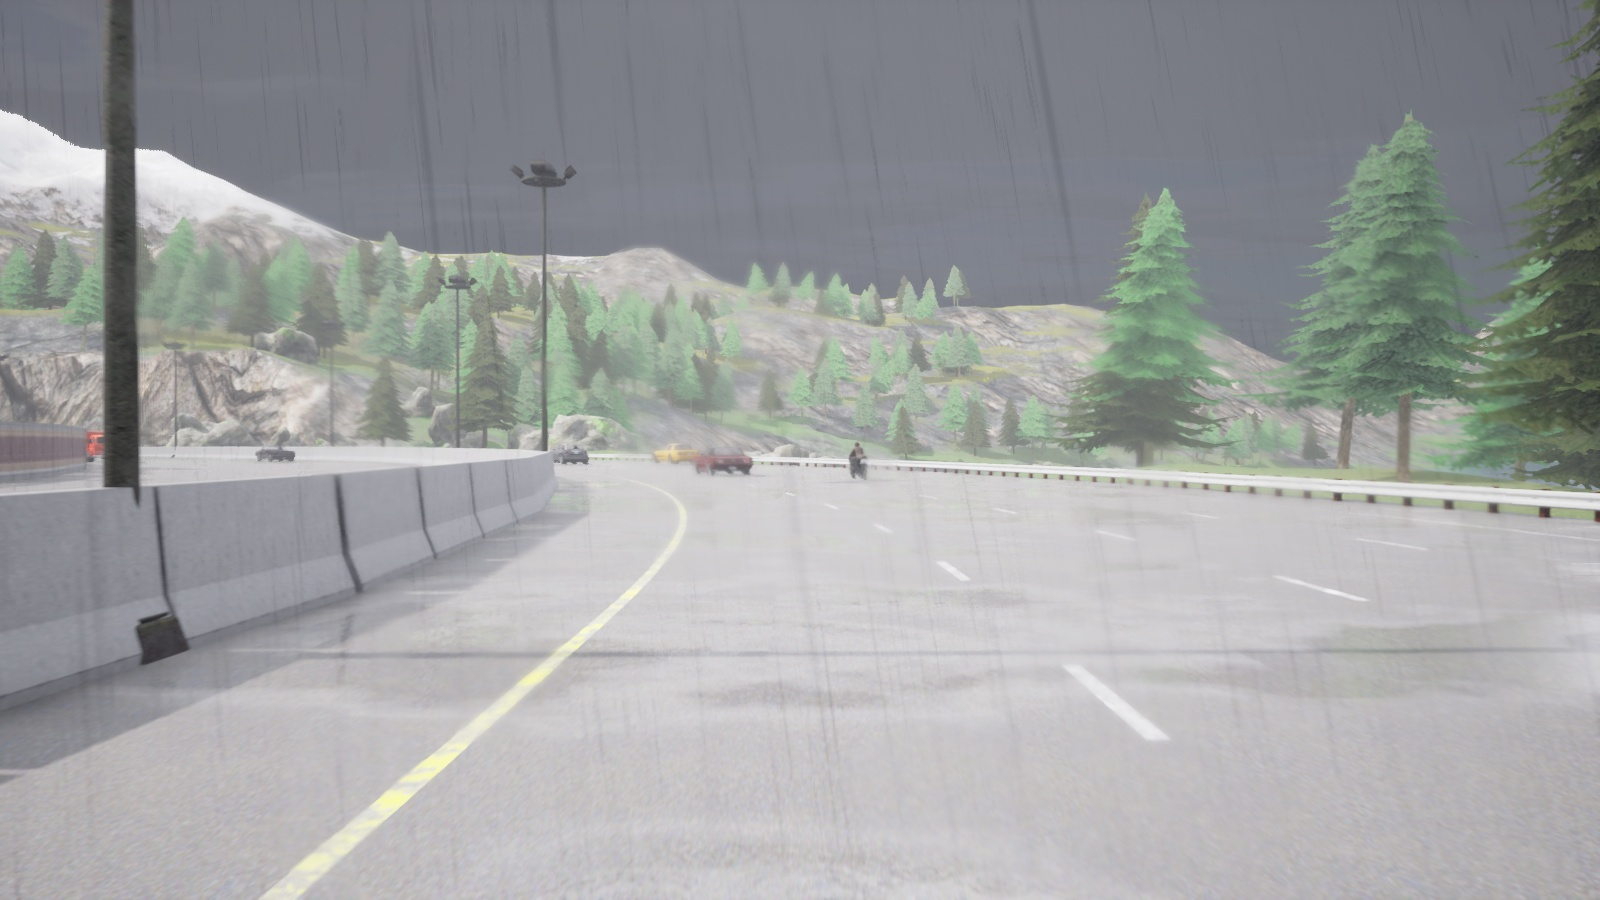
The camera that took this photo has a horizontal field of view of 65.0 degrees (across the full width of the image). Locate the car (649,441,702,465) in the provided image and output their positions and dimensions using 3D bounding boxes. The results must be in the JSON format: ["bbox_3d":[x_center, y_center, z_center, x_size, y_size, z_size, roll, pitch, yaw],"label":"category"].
[{"bbox_3d":[-8.787,0.182,87.993,1.801,1.575,5.366,0,0,-28],"label":"car"}]

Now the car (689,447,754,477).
[{"bbox_3d":[-3.684,0.517,58.035,1.895,1.301,4.718,0,0,-18],"label":"car"}]

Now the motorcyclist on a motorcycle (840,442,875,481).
[{"bbox_3d":[2.275,0.449,49.920,0.797,1.523,2.044,-1,1,-14],"label":"motorcyclist on a motorcycle"}]

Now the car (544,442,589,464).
[{"bbox_3d":[-16.162,0.209,86.865,1.970,1.475,3.806,0,0,-29],"label":"car"}]
